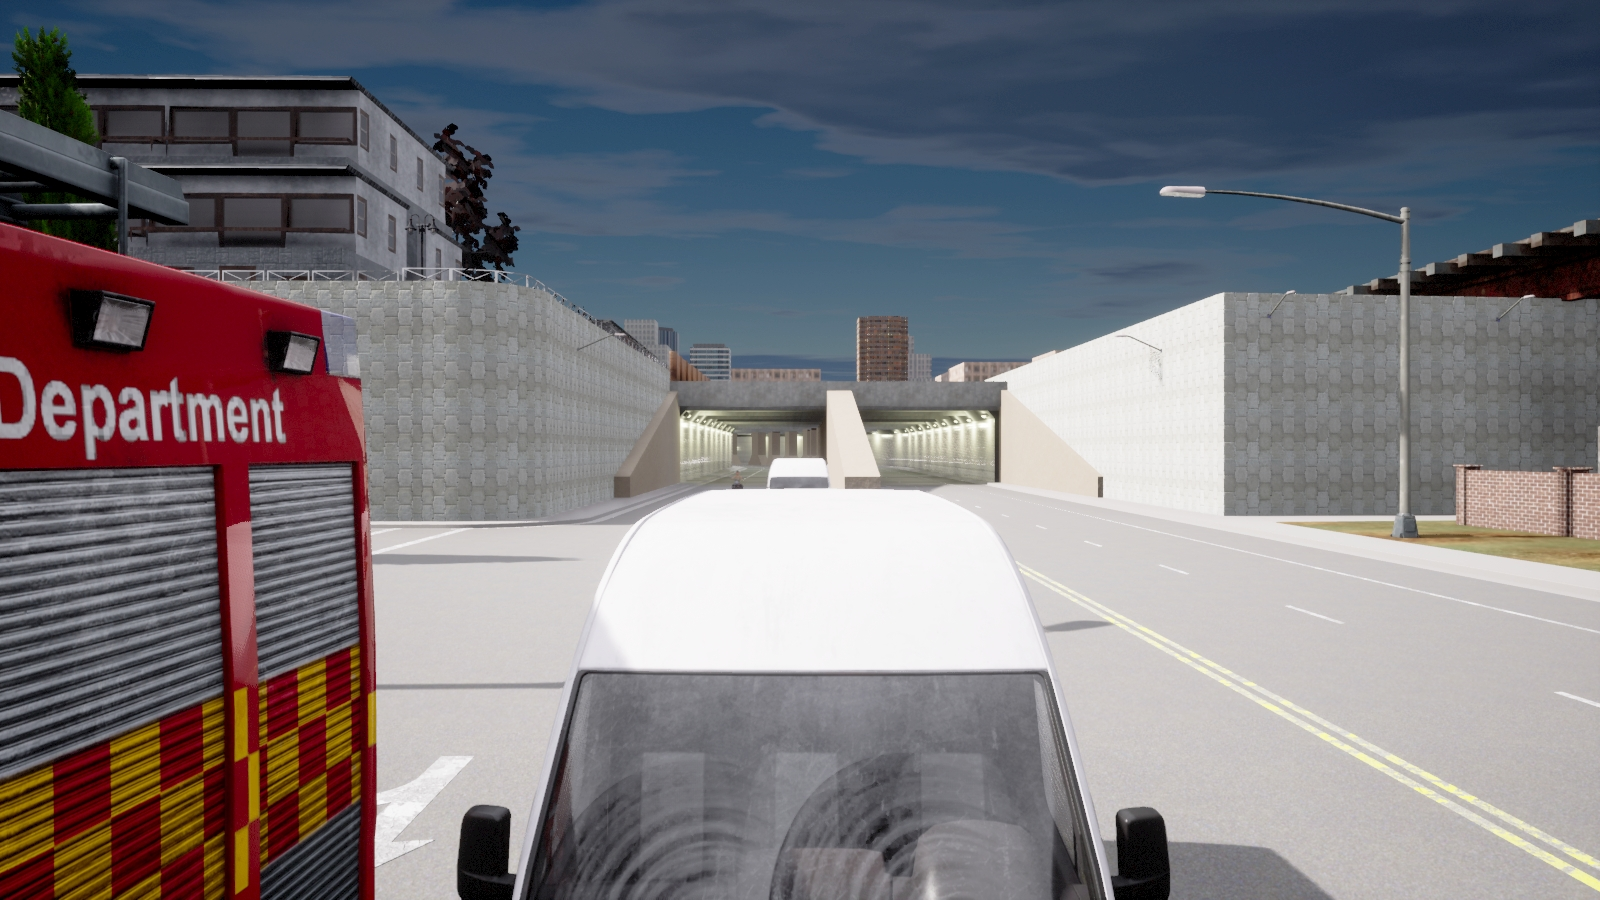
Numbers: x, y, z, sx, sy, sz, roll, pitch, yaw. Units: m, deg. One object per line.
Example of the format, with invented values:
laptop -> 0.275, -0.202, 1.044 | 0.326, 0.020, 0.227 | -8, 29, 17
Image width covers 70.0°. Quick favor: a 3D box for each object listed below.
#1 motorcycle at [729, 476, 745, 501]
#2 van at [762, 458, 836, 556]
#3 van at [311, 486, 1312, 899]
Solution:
motorcycle -> -3.548, 2.169, 64.567 | 0.764, 1.277, 2.356 | 0, 0, 0
van -> -0.033, 1.534, 33.438 | 1.988, 2.561, 5.915 | 0, 0, 0
van -> 0.047, 1.535, 5.225 | 1.988, 2.561, 5.915 | 0, 0, 1
